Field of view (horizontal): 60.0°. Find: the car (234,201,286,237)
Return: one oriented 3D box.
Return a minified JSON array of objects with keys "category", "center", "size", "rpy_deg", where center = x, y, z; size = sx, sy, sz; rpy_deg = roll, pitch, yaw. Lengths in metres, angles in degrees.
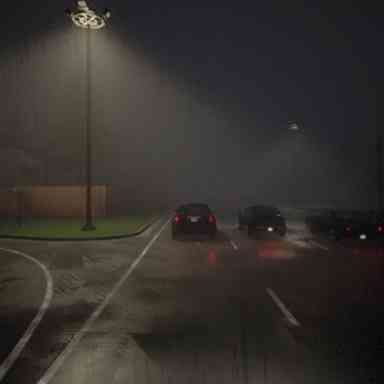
[{"category":"car","center":[3.593,1.451,17.684],"size":[1.837,1.490,4.892],"rpy_deg":[0,0,0]}]

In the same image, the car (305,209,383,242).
[{"category":"car","center":[7.093,1.552,16.019],"size":[1.895,1.301,4.718],"rpy_deg":[0,0,0]}]

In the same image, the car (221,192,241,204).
[{"category":"car","center":[6.978,1.040,59.770],"size":[2.150,2.045,5.566],"rpy_deg":[0,0,0]}]

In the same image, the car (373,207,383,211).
[{"category":"car","center":[10.593,1.509,18.079],"size":[1.994,1.385,4.181],"rpy_deg":[0,0,0]}]

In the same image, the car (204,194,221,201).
[{"category":"car","center":[3.477,1.170,60.090],"size":[2.097,1.767,4.553],"rpy_deg":[0,0,0]}]

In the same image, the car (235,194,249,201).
[{"category":"car","center":[10.474,1.176,70.161],"size":[2.033,1.411,5.357],"rpy_deg":[0,0,0]}]

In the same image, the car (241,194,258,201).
[{"category":"car","center":[10.477,1.170,60.129],"size":[2.097,1.767,4.553],"rpy_deg":[0,0,0]}]

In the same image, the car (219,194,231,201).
[{"category":"car","center":[6.974,1.161,70.160],"size":[2.128,1.511,4.902],"rpy_deg":[0,0,0]}]

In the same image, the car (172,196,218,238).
[{"category":"car","center":[0.093,1.299,17.318],"size":[2.097,1.767,4.553],"rpy_deg":[0,0,0]}]

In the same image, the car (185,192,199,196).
[{"category":"car","center":[-0.022,1.040,59.768],"size":[2.150,2.045,5.566],"rpy_deg":[0,0,0]}]

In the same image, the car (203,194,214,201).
[{"category":"car","center":[3.474,1.188,70.158],"size":[1.994,1.385,4.181],"rpy_deg":[0,0,0]}]
